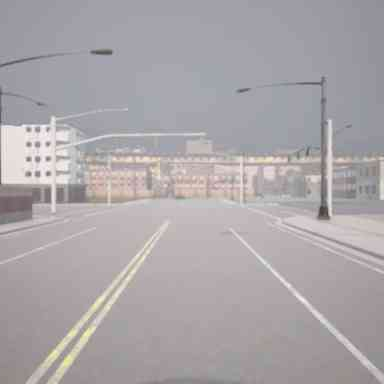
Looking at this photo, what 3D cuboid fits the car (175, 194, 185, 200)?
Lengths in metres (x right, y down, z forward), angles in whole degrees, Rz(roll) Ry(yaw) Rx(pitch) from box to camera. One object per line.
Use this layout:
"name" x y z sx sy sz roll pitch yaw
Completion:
"car" -3.041 1.294 85.701 1.994 1.385 4.181 0 0 11
